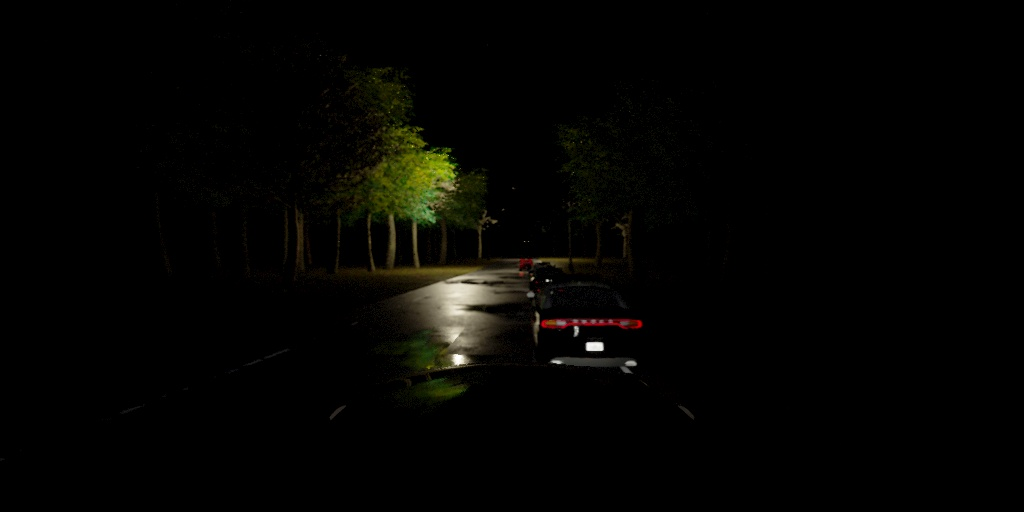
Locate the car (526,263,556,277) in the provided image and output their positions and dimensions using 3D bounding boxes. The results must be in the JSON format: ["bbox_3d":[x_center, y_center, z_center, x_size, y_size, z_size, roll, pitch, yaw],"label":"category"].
[{"bbox_3d":[1.775,1.309,17.989,1.837,1.490,4.892,0,0,2],"label":"car"}]

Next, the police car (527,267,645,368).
[{"bbox_3d":[1.378,1.206,8.109,1.930,1.638,5.238,0,0,2],"label":"police car"}]

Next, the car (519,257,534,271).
[{"bbox_3d":[1.911,1.217,46.730,1.812,1.442,4.674,0,1,3],"label":"car"}]

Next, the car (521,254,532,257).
[{"bbox_3d":[2.394,0.699,59.608,2.150,2.045,5.566,0,1,2],"label":"car"}]

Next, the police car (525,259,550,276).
[{"bbox_3d":[2.021,1.221,24.096,1.930,1.638,5.238,0,0,2],"label":"police car"}]
